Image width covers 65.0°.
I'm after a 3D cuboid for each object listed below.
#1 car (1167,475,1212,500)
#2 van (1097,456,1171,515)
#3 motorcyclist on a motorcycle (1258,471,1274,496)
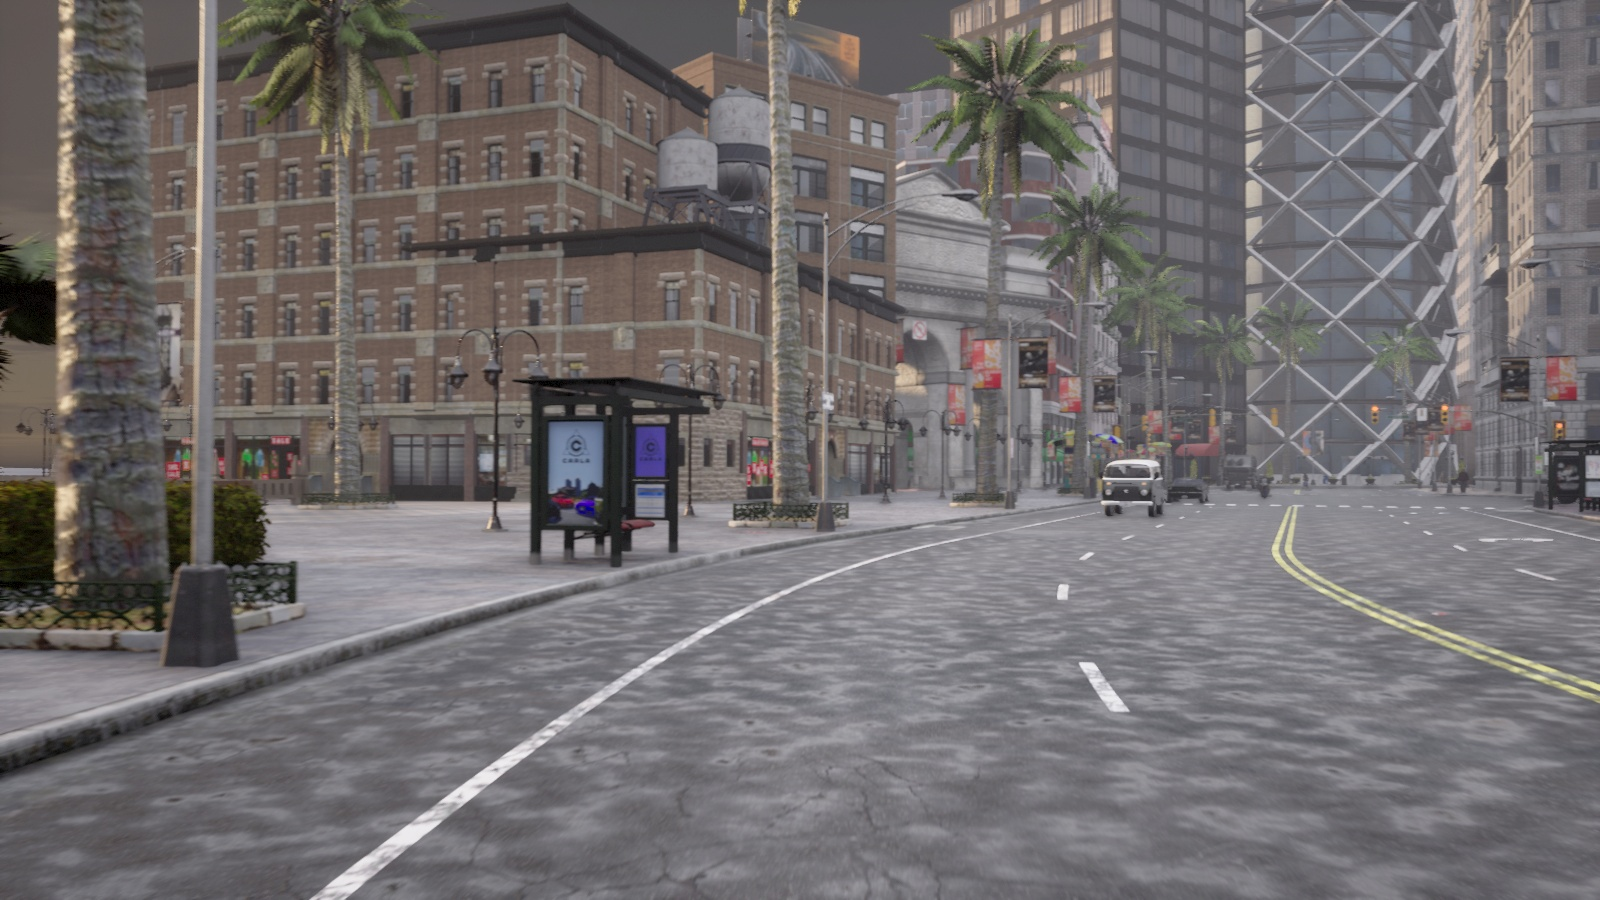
[{"bbox_3d":[20.810,1.972,67.035,1.895,1.301,4.718,-1,-1,22],"label":"car"},{"bbox_3d":[12.129,1.260,45.423,2.069,2.038,4.480,-1,-1,22],"label":"van"},{"bbox_3d":[28.700,2.053,77.294,0.866,1.530,2.191,-1,-1,22],"label":"motorcyclist on a motorcycle"}]
